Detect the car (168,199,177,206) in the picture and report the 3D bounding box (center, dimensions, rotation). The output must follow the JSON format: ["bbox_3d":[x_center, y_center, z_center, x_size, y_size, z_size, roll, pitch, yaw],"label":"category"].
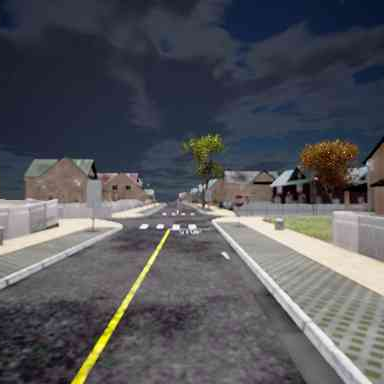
[{"bbox_3d":[-4.900,2.646,83.141,2.097,1.767,4.553,0,-1,-3],"label":"car"}]
